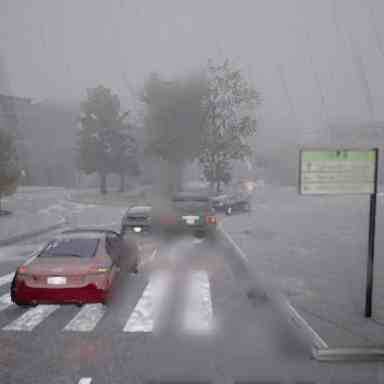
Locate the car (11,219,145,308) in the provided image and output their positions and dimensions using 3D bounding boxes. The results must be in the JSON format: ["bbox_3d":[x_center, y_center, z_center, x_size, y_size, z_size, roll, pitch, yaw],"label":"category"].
[{"bbox_3d":[-2.479,1.584,8.054,1.994,1.385,4.181,0,0,-1],"label":"car"}]

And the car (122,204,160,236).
[{"bbox_3d":[-2.530,1.395,17.939,1.837,1.490,4.892,0,2,0],"label":"car"}]

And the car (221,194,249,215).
[{"bbox_3d":[3.052,0.934,27.569,1.837,1.490,4.892,3,6,36],"label":"car"}]

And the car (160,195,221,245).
[{"bbox_3d":[-0.025,1.171,15.561,2.150,2.045,5.566,0,1,1],"label":"car"}]
